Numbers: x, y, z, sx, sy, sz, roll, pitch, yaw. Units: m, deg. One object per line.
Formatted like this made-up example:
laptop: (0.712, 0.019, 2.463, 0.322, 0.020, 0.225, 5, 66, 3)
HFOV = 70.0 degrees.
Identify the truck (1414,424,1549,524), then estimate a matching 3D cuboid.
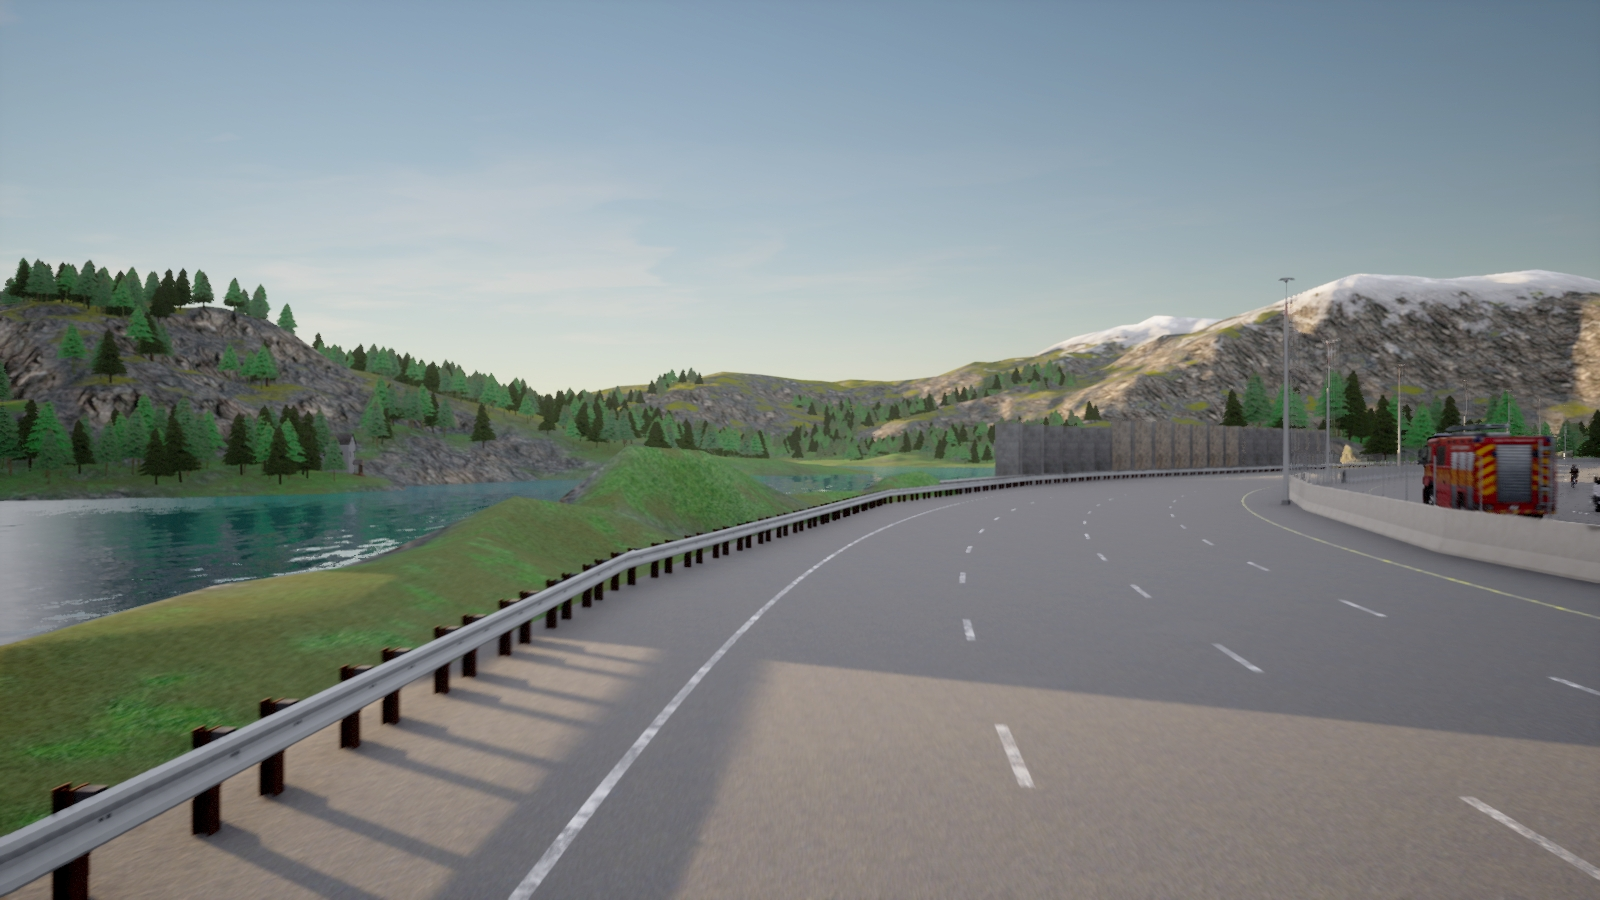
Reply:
truck: (28.370, 0.908, 48.032, 2.891, 3.827, 8.468, 0, 0, 17)

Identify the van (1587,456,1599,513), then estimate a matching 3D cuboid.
van: (36.678, 1.559, 50.150, 1.988, 2.561, 5.915, 0, 0, 19)
